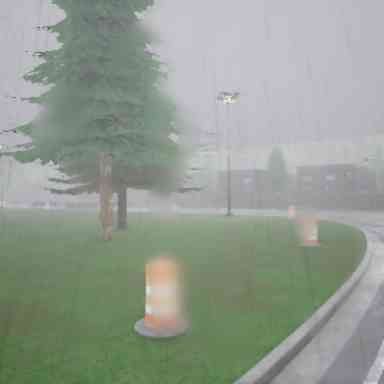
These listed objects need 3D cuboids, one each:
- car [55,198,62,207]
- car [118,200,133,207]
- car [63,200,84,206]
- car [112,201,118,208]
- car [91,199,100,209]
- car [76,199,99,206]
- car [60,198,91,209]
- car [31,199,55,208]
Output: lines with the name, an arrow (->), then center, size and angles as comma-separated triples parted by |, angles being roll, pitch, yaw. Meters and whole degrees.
car -> -26.958, 2.054, 66.773 | 4.553, 1.767, 2.097 | -1, -1, 37
car -> -13.738, 2.239, 65.614 | 4.892, 1.490, 1.837 | -1, -1, 38
car -> -24.894, 2.301, 69.600 | 4.718, 1.301, 1.895 | -1, -1, 37
car -> -16.866, 2.307, 63.605 | 4.181, 1.385, 1.994 | -1, -1, 38
car -> -18.336, 2.328, 60.320 | 4.718, 1.301, 1.895 | -1, -1, 38
car -> -22.762, 2.252, 72.376 | 5.357, 1.411, 2.033 | -1, -1, 37
car -> -20.173, 2.222, 57.318 | 4.892, 1.490, 1.837 | -1, -1, 38
car -> -29.090, 2.194, 63.997 | 4.892, 1.490, 1.837 | -1, -1, 37
